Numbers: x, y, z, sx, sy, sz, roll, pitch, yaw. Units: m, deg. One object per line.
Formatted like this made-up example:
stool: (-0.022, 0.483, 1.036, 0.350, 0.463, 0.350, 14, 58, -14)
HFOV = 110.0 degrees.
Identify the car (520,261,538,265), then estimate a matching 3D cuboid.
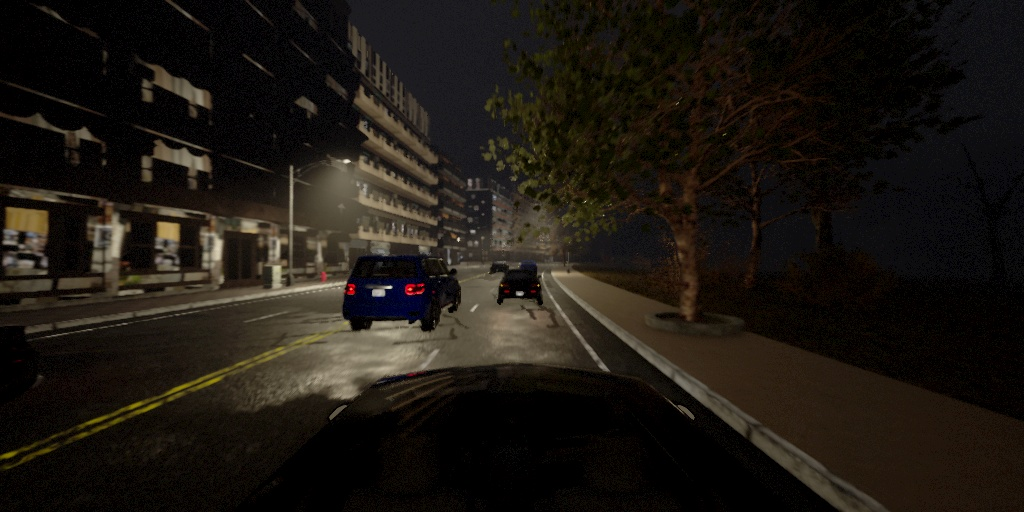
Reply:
car: (1.860, 1.294, 39.585, 1.882, 1.535, 5.008, 0, 0, 5)

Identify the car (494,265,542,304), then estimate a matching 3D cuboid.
car: (0.383, 1.293, 16.235, 1.812, 1.442, 4.674, 0, 0, 2)

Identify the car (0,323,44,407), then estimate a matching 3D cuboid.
car: (-6.569, 1.224, 2.165, 2.128, 1.511, 4.902, 0, 0, 0)

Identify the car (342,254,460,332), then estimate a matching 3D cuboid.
car: (-3.047, 0.972, 11.062, 2.150, 2.045, 5.566, 0, 0, 1)

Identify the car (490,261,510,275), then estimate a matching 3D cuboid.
car: (-1.320, 1.302, 40.442, 2.128, 1.511, 4.902, 0, 0, 5)
